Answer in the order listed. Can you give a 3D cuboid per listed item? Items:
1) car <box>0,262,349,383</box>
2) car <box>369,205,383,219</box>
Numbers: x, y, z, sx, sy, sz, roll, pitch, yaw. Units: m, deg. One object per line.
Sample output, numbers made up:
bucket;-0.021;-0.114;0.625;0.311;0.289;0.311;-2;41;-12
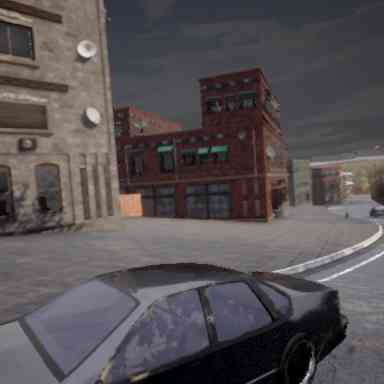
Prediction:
car;-0.383;1.577;3.594;5.357;1.411;2.033;0;-1;-38
car;21.805;2.271;38.361;1.812;1.442;4.674;-4;-3;16
